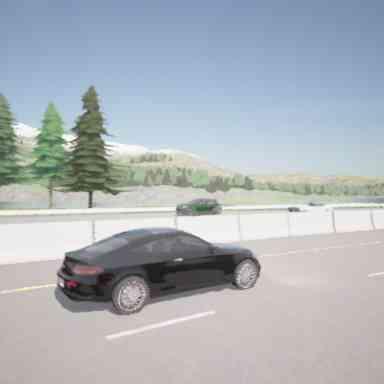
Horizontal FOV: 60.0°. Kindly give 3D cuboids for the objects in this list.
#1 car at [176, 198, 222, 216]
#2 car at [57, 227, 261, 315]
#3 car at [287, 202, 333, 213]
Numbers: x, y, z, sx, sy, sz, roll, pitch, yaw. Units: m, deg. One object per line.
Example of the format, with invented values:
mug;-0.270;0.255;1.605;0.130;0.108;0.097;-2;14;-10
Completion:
car;0.659;1.368;32.870;4.553;1.767;2.097;0;0;-28
car;-0.524;1.523;7.495;4.674;1.442;1.812;0;0;-34
car;12.344;1.702;34.836;4.718;1.301;1.895;0;0;-25
